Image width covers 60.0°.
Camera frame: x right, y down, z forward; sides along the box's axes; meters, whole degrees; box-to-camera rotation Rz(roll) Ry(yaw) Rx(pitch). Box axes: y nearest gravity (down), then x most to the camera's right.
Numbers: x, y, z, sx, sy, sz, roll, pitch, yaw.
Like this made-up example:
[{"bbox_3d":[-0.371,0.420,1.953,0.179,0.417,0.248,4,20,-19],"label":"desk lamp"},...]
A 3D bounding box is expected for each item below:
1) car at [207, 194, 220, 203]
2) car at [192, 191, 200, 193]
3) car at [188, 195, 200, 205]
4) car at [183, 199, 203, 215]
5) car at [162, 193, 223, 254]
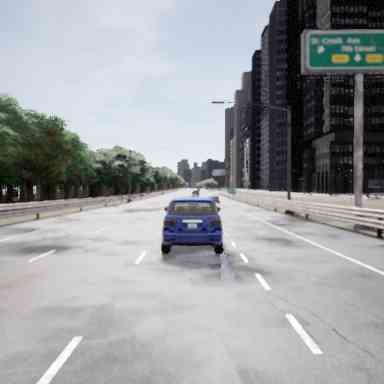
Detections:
[{"bbox_3d":[4.024,1.185,62.212,2.128,1.511,4.902,0,1,1],"label":"car"},{"bbox_3d":[0.593,1.144,73.787,1.994,1.385,4.181,0,1,1],"label":"car"},{"bbox_3d":[0.311,1.277,53.232,1.837,1.490,4.892,0,0,1],"label":"car"},{"bbox_3d":[0.125,1.438,33.222,1.812,1.442,4.674,0,0,0],"label":"car"},{"bbox_3d":[0.022,1.203,13.612,2.150,2.045,5.566,0,0,0],"label":"car"}]
